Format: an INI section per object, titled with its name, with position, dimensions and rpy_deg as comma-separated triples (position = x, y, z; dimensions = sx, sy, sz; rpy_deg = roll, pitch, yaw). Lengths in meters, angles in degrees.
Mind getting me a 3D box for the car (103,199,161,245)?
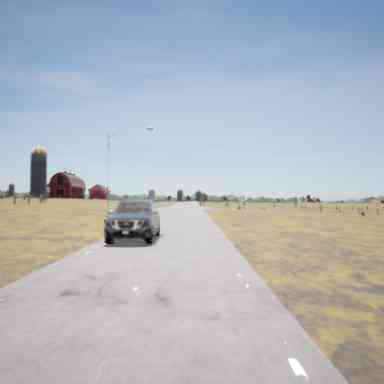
[car]
position = -2.850, 1.419, 17.035
dimensions = 2.150, 2.045, 5.566
rpy_deg = 0, -1, 0
